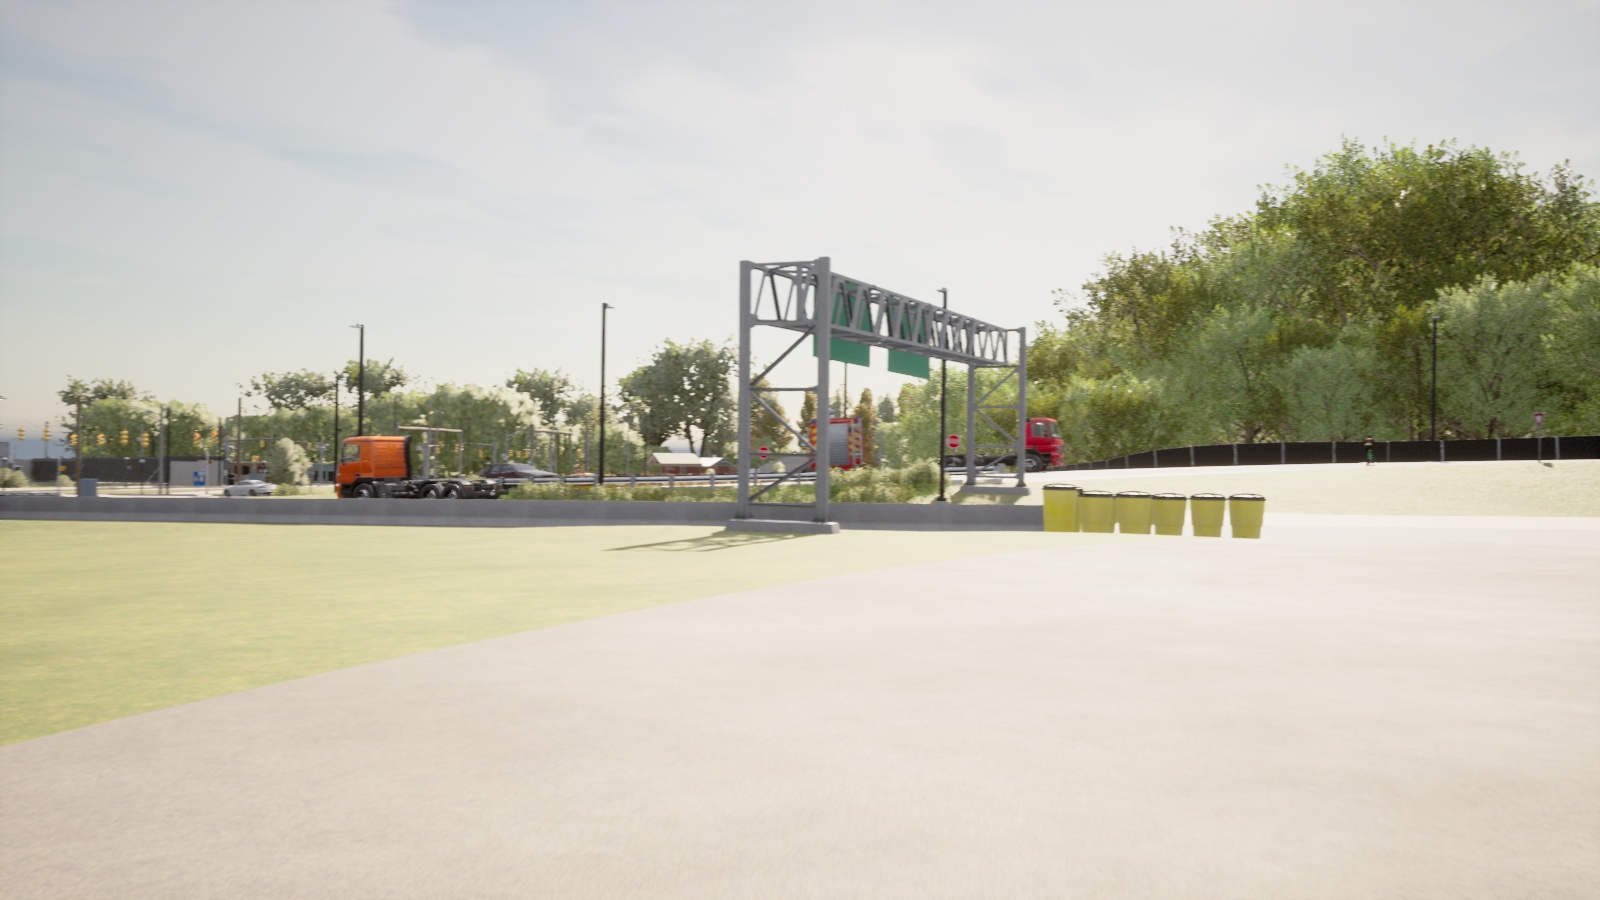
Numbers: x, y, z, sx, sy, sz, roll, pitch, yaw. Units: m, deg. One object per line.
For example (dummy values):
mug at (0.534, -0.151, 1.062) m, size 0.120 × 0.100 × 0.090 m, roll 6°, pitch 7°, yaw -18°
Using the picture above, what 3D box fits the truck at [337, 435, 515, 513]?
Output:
truck at (-17.556, 1.136, 58.888) m, size 7.936 × 3.462 × 2.891 m, roll -1°, pitch 0°, yaw 22°

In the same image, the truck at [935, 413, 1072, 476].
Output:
truck at (12.827, -0.321, 79.152) m, size 7.936 × 3.462 × 2.891 m, roll -3°, pitch -1°, yaw 21°

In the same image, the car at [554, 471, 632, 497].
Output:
car at (-14.857, 2.422, 90.032) m, size 5.366 × 1.575 × 1.801 m, roll -3°, pitch -1°, yaw 23°

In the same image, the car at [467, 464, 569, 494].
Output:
car at (-14.595, 1.501, 64.904) m, size 5.357 × 1.411 × 2.033 m, roll -3°, pitch -2°, yaw 34°

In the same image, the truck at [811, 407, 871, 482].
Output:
truck at (2.246, -0.174, 71.419) m, size 2.891 × 3.827 × 8.468 m, roll -3°, pitch -2°, yaw 0°
